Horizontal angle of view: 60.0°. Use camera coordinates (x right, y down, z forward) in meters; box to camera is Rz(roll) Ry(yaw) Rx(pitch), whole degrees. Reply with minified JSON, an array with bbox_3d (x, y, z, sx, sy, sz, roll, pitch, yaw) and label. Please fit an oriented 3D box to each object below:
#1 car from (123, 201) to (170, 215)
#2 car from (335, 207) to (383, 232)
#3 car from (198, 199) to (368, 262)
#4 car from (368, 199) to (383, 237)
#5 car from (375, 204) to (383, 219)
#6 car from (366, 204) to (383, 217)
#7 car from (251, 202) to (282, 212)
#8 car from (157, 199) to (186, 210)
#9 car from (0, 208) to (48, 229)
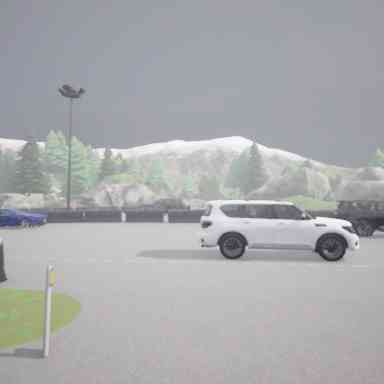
[{"bbox_3d":[-5.390,2.070,37.984,4.892,1.490,1.837,-1,-1,6],"label":"car"},{"bbox_3d":[12.210,1.777,21.790,4.892,1.490,1.837,0,-1,6],"label":"car"},{"bbox_3d":[3.004,1.311,12.231,5.566,2.045,2.150,0,-1,6],"label":"car"},{"bbox_3d":[10.735,1.431,18.435,5.566,2.045,2.150,0,-1,6],"label":"car"},{"bbox_3d":[22.252,2.054,34.979,4.892,1.490,1.837,1,-1,6],"label":"car"},{"bbox_3d":[23.293,2.147,38.389,5.357,1.411,2.033,0,-1,6],"label":"car"},{"bbox_3d":[11.963,2.328,53.817,4.674,1.442,1.812,0,0,44],"label":"car"},{"bbox_3d":[-3.521,1.841,41.307,5.566,2.045,2.150,0,-1,6],"label":"car"},{"bbox_3d":[-13.243,1.902,24.555,5.008,1.535,1.882,-1,-1,6],"label":"car"}]
